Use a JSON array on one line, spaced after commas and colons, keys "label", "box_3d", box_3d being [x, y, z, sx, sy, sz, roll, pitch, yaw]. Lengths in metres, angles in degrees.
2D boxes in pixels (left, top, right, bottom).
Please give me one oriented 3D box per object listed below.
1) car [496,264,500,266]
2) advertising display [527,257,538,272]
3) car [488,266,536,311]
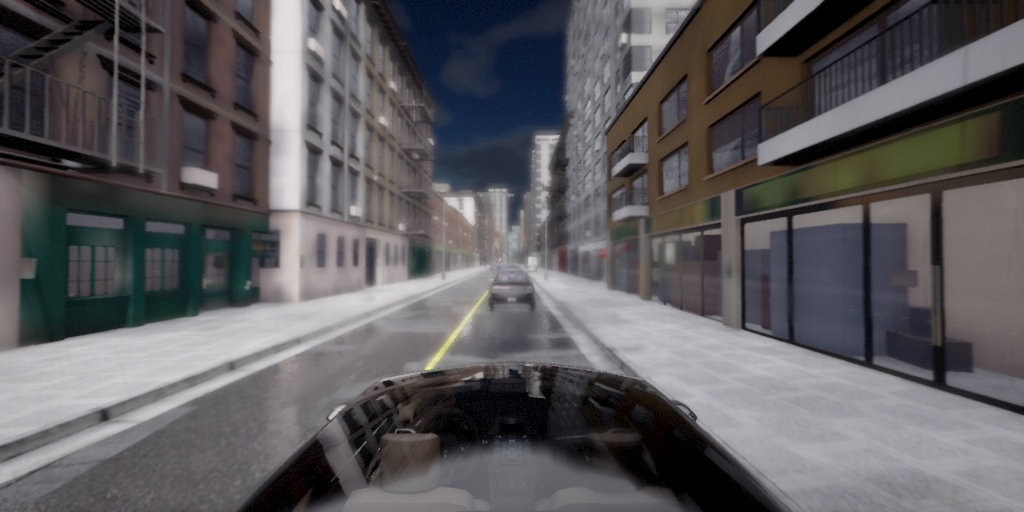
[{"label": "car", "box_3d": [-0.001, 1.572, 29.390, 2.033, 1.411, 5.357, 0, -1, 0]}, {"label": "advertising display", "box_3d": [3.118, 1.325, 54.160, 1.540, 2.440, 0.280, 0, 0, 0]}, {"label": "car", "box_3d": [0.013, 1.377, 15.363, 2.128, 1.511, 4.902, 0, 0, 0]}]
